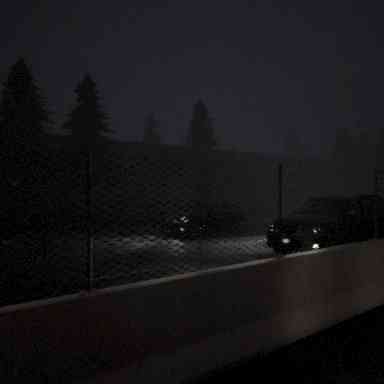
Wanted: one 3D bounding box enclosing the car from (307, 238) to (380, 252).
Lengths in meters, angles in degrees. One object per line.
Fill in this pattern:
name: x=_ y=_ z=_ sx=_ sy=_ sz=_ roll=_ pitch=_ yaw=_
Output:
car: x=5.144 y=1.147 z=11.962 sx=5.566 sy=2.045 sz=2.150 roll=0 pitch=0 yaw=-35
